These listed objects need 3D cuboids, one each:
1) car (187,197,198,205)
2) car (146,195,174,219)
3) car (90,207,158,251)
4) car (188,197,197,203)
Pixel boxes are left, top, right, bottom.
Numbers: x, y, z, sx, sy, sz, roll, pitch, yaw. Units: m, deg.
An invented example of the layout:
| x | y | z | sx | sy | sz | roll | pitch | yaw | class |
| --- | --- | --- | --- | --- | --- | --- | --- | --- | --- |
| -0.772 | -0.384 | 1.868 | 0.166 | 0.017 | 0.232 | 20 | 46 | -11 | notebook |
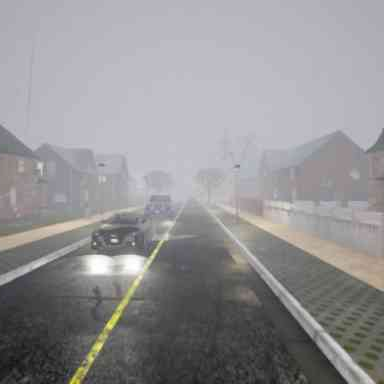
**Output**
| x | y | z | sx | sy | sz | roll | pitch | yaw | class |
| --- | --- | --- | --- | --- | --- | --- | --- | --- | --- |
| 0.028 | 1.680 | 61.042 | 1.994 | 1.385 | 4.181 | 0 | 0 | 0 | car |
| -2.751 | 1.242 | 29.468 | 2.150 | 2.045 | 5.566 | 0 | -1 | 0 | car |
| -2.804 | 1.561 | 14.025 | 1.994 | 1.385 | 4.181 | 0 | 0 | 0 | car |
| 0.032 | 1.649 | 71.082 | 1.895 | 1.301 | 4.718 | 0 | 0 | 0 | car |
